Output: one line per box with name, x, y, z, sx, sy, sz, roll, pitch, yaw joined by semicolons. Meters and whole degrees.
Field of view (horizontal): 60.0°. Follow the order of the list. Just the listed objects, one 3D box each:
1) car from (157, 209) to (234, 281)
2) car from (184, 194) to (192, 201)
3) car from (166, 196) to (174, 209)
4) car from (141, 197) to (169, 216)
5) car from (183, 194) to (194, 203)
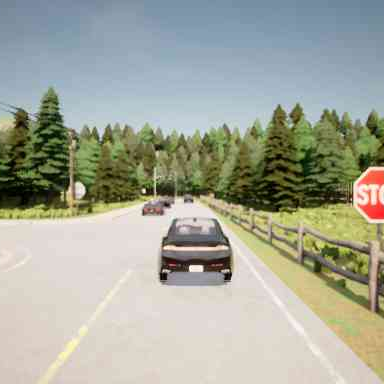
car;0.083;1.470;9.748;2.128;1.511;4.902;0;0;0
car;-0.914;1.217;73.362;1.837;1.490;4.892;0;0;-2
car;-3.690;1.507;44.017;1.895;1.301;4.718;0;0;-1
car;-3.608;1.495;31.726;1.994;1.385;4.181;0;0;0
car;-0.632;1.398;63.065;1.812;1.442;4.674;0;0;-2
